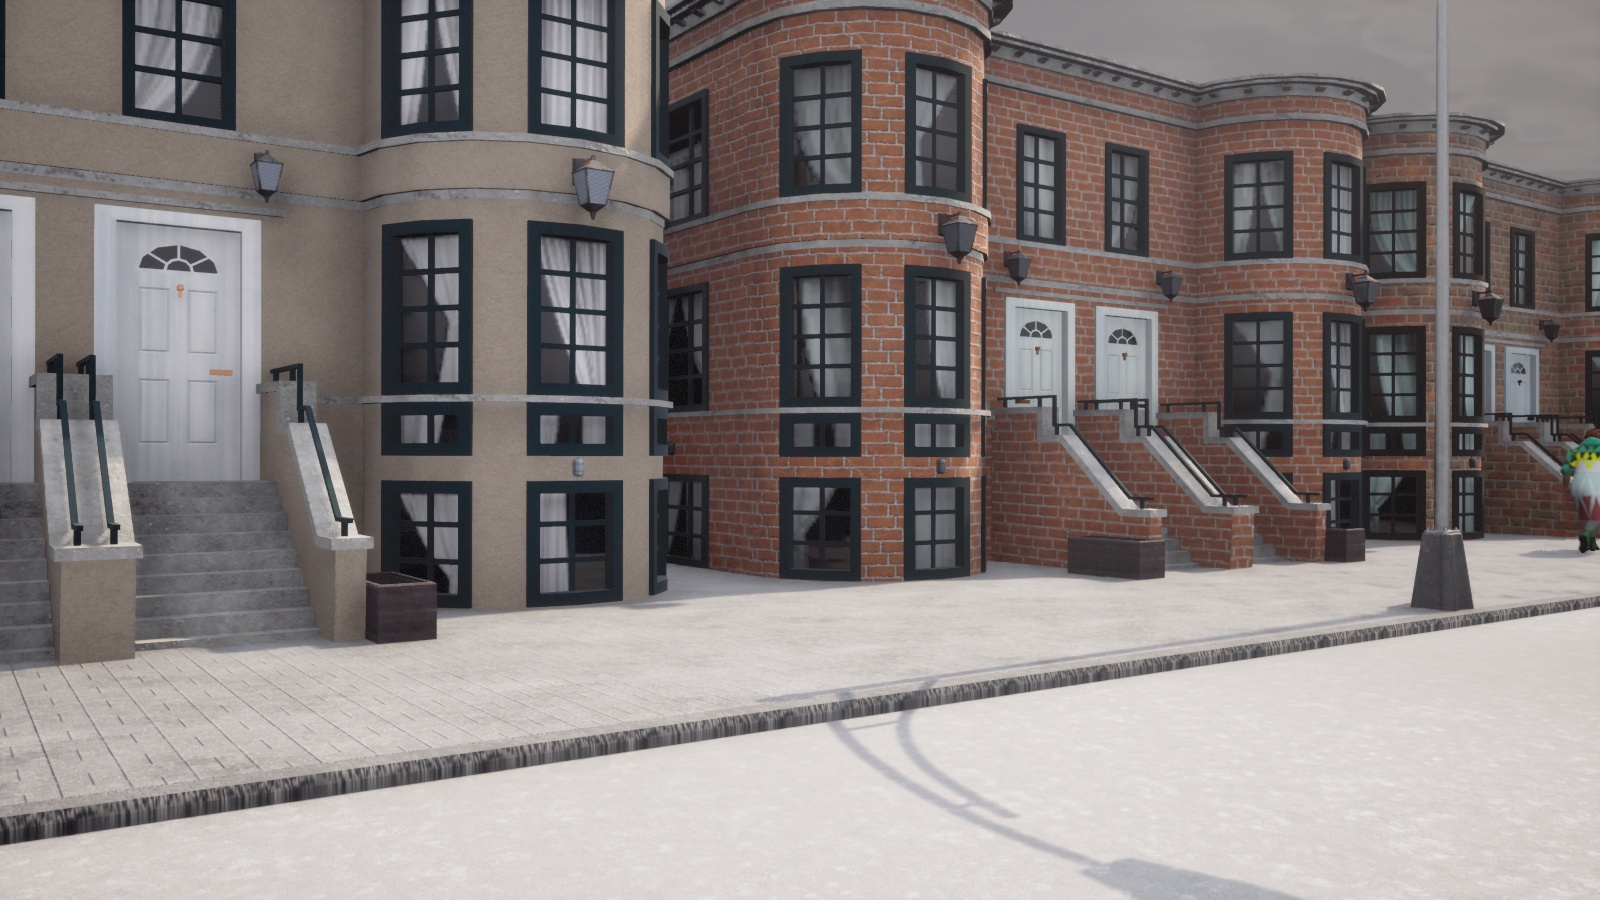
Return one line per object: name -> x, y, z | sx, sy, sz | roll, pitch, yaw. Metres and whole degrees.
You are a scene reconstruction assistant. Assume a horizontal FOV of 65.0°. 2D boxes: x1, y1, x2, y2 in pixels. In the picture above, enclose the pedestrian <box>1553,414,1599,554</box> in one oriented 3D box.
pedestrian -> 11.363, 0.474, 18.029 | 0.873, 1.952, 0.659 | 0, 0, -37
